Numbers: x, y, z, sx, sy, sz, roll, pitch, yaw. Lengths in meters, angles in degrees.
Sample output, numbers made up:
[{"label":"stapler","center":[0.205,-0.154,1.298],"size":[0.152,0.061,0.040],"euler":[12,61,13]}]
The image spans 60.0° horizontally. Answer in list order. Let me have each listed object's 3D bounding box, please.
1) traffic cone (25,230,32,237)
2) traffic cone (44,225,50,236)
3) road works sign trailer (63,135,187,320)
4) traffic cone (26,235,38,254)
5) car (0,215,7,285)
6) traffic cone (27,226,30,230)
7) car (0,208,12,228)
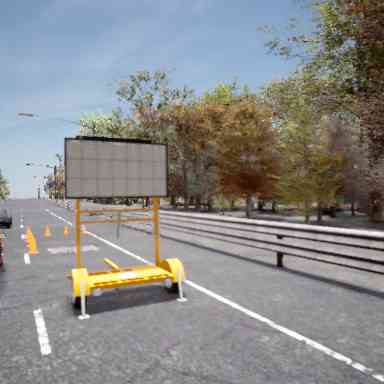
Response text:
[{"label":"traffic cone","center":[-7.283,2.154,15.055],"size":[0.340,0.580,0.340],"euler":[0,0,-28]},{"label":"traffic cone","center":[-8.279,2.194,19.056],"size":[0.340,0.580,0.340],"euler":[0,0,-28]},{"label":"road works sign trailer","center":[-1.752,0.543,7.818],"size":[2.380,3.560,2.880],"euler":[0,0,-27]},{"label":"traffic cone","center":[-6.344,2.130,13.289],"size":[0.340,0.580,0.340],"euler":[0,0,-28]},{"label":"car","center":[-6.184,1.618,8.932],"size":[1.882,1.535,5.008],"euler":[0,0,-28]},{"label":"traffic cone","center":[-8.222,2.178,16.821],"size":[0.340,0.580,0.340],"euler":[0,0,-28]},{"label":"car","center":[-14.611,1.920,24.929],"size":[1.994,1.385,4.181],"euler":[0,0,-28]}]
